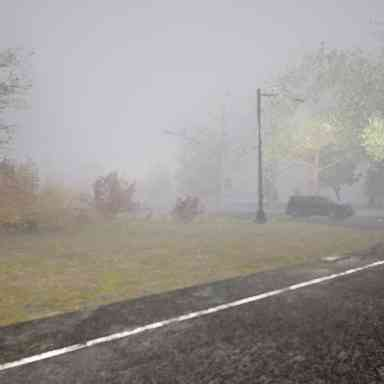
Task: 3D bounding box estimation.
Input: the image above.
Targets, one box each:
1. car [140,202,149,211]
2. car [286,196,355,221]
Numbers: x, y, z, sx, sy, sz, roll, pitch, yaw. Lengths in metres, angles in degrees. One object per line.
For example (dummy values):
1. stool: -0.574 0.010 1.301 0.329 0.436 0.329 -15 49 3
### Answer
1. car: -7.962 1.946 45.951 4.892 1.490 1.837 -1 0 42
2. car: 10.843 1.327 28.513 5.566 2.045 2.150 -1 0 44
